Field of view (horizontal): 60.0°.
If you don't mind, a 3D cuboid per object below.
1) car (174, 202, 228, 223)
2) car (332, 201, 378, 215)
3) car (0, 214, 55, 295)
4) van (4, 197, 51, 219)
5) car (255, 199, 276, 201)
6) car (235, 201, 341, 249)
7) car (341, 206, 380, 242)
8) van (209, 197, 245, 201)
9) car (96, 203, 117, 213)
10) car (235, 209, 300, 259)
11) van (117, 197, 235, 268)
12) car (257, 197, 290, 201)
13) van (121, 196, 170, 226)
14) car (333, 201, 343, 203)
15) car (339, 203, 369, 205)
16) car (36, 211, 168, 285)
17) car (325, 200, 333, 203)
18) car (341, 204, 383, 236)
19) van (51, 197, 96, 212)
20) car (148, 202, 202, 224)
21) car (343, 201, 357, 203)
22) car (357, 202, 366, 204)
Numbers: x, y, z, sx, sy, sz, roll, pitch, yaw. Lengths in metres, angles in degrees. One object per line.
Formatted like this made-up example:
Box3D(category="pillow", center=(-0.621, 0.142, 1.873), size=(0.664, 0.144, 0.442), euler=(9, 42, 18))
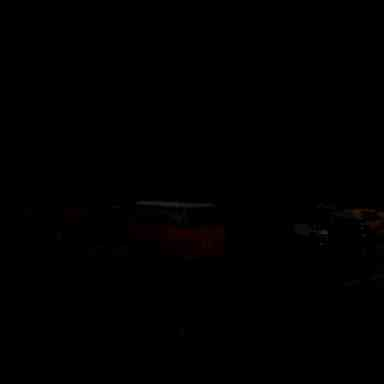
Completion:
Box3D(category="car", center=(0.676, 1.672, 28.704), size=(2.163, 1.488, 4.792), euler=(1, -1, -35))
Box3D(category="car", center=(21.024, 2.032, 43.104), size=(2.097, 1.535, 5.008), euler=(1, -1, -35))
Box3D(category="car", center=(-5.235, 1.531, 8.399), size=(2.163, 1.488, 4.792), euler=(1, 0, -35))
Box3D(category="van", center=(-10.425, 1.297, 20.647), size=(1.878, 1.987, 4.442), euler=(1, 0, -35))
Box3D(category="car", center=(5.328, 1.754, 31.935), size=(2.163, 1.488, 4.792), euler=(1, -1, -35))
Box3D(category="car", center=(3.785, 1.459, 14.874), size=(2.185, 1.767, 4.553), euler=(1, 0, -35))
Box3D(category="car", center=(6.072, 1.612, 16.452), size=(2.231, 1.521, 4.892), euler=(1, -1, -35))
Box3D(category="van", center=(2.887, 1.455, 30.381), size=(1.878, 1.987, 4.442), euler=(1, -1, -35))
Box3D(category="car", center=(-5.979, 1.563, 23.952), size=(2.097, 1.535, 5.008), euler=(1, 0, -35))
Box3D(category="car", center=(1.523, 1.592, 13.267), size=(2.163, 1.488, 4.792), euler=(1, 0, -35))
Box3D(category="van", center=(-0.790, 1.316, 11.732), size=(1.878, 1.987, 4.442), euler=(1, 0, -35))
Box3D(category="car", center=(7.557, 1.518, 33.587), size=(2.435, 2.045, 5.566), euler=(1, -1, -35))
Box3D(category="van", center=(-3.640, 1.360, 25.473), size=(1.878, 1.987, 4.442), euler=(1, 0, -36))
Box3D(category="car", center=(14.347, 1.942, 38.367), size=(2.002, 1.452, 4.674), euler=(1, -1, -35))
Box3D(category="car", center=(10.596, 1.677, 19.442), size=(1.946, 1.575, 5.366), euler=(1, -1, -35))
Box3D(category="car", center=(-2.971, 1.551, 10.006), size=(2.163, 1.488, 4.792), euler=(1, 0, -35))
Box3D(category="car", center=(12.194, 1.854, 36.616), size=(1.946, 1.575, 5.366), euler=(1, -1, -35))
Box3D(category="car", center=(8.218, 1.640, 18.210), size=(1.946, 1.575, 5.366), euler=(1, -1, -35))
Box3D(category="van", center=(-8.300, 1.317, 22.441), size=(1.878, 1.987, 4.442), euler=(1, 0, -35))
Box3D(category="car", center=(-1.477, 1.641, 27.176), size=(2.163, 1.488, 4.792), euler=(1, 0, -35))
Box3D(category="car", center=(16.621, 1.975, 39.949), size=(2.163, 1.488, 4.792), euler=(1, -1, -35))
Box3D(category="car", center=(18.745, 1.862, 41.531), size=(2.185, 1.767, 4.553), euler=(1, -1, -35))
